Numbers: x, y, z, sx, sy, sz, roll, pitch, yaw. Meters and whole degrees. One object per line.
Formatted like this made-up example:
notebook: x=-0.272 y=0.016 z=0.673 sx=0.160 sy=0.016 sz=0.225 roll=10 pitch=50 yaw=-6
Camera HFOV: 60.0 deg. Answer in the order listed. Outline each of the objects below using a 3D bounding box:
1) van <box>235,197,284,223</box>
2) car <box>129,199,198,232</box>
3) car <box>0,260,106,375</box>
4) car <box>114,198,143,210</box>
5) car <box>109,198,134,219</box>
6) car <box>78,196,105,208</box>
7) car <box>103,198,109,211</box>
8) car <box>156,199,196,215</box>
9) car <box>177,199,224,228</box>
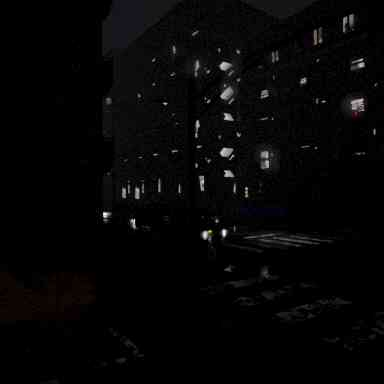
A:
van: x=4.982 y=1.280 z=24.930 sx=1.690 sy=1.788 sz=3.998 roll=0 pitch=0 yaw=-36
car: x=-1.818 y=1.441 z=20.033 sx=1.967 sy=1.590 sz=4.097 roll=0 pitch=0 yaw=-36
car: x=-3.549 y=1.525 z=4.036 sx=4.829 sy=1.417 sz=1.752 roll=0 pitch=0 yaw=-35
car: x=-8.293 y=1.463 z=43.277 sx=1.887 sy=1.381 sz=4.507 roll=-1 pitch=0 yaw=-36
car: x=-5.343 y=1.532 z=29.314 sx=1.994 sy=1.385 sz=4.181 roll=-1 pitch=0 yaw=-37
car: x=-14.256 y=1.429 z=47.008 sx=2.128 sy=1.511 sz=4.902 roll=-1 pitch=0 yaw=-36
car: x=-11.642 y=1.439 z=38.046 sx=1.882 sy=1.535 sz=5.008 roll=-1 pitch=0 yaw=-36
car: x=-1.755 y=1.450 z=34.242 sx=1.752 sy=1.417 sz=4.829 roll=0 pitch=0 yaw=-36
car: x=0.050 y=1.473 z=21.866 sx=2.128 sy=1.511 sz=4.902 roll=-1 pitch=0 yaw=-36
